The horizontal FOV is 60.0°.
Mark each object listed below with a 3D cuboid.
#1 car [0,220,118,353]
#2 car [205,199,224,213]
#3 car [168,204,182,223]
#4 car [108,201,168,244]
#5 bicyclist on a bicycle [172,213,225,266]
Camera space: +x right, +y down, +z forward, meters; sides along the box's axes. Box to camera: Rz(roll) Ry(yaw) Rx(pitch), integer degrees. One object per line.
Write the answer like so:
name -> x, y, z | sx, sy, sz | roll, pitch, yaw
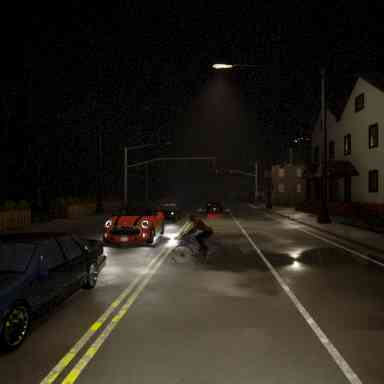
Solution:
car -> -3.266, 1.547, 6.456 | 2.033, 1.411, 5.357 | 0, 0, 4
car -> 2.479, 1.505, 36.442 | 1.837, 1.490, 4.892 | 0, 0, 4
car -> -1.946, 1.601, 25.727 | 1.895, 1.301, 4.718 | 0, 0, 4
car -> -2.624, 1.352, 15.889 | 2.097, 1.767, 4.553 | 0, 0, 4
bicyclist on a bicycle -> 0.180, 1.455, 10.133 | 1.656, 1.620, 0.582 | -2, 0, 4
